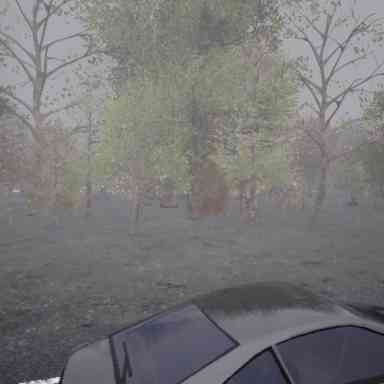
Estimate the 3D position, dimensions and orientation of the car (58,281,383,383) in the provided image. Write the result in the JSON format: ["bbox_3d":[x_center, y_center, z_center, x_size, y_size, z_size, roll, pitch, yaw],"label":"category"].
[{"bbox_3d":[0.986,1.564,2.877,4.181,1.385,1.994,0,0,-18],"label":"car"}]
